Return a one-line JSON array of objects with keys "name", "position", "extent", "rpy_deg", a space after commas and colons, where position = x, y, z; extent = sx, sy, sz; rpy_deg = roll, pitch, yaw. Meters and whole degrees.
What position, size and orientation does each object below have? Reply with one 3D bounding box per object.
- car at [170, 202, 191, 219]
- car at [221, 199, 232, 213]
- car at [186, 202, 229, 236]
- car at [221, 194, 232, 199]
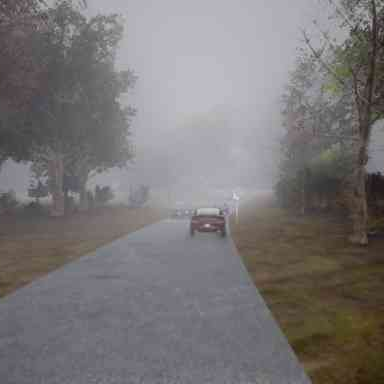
[{"name": "car", "position": [-0.781, 1.682, 30.947], "extent": [1.837, 1.490, 4.892], "rpy_deg": [1, -1, 7]}, {"name": "car", "position": [3.430, 1.851, 39.621], "extent": [1.994, 1.385, 4.181], "rpy_deg": [1, 0, 9]}, {"name": "car", "position": [0.962, 1.553, 19.160], "extent": [1.882, 1.535, 5.008], "rpy_deg": [0, -1, 4]}, {"name": "car", "position": [7.318, 1.092, 70.377], "extent": [1.882, 1.535, 5.008], "rpy_deg": [1, 3, 15]}]
